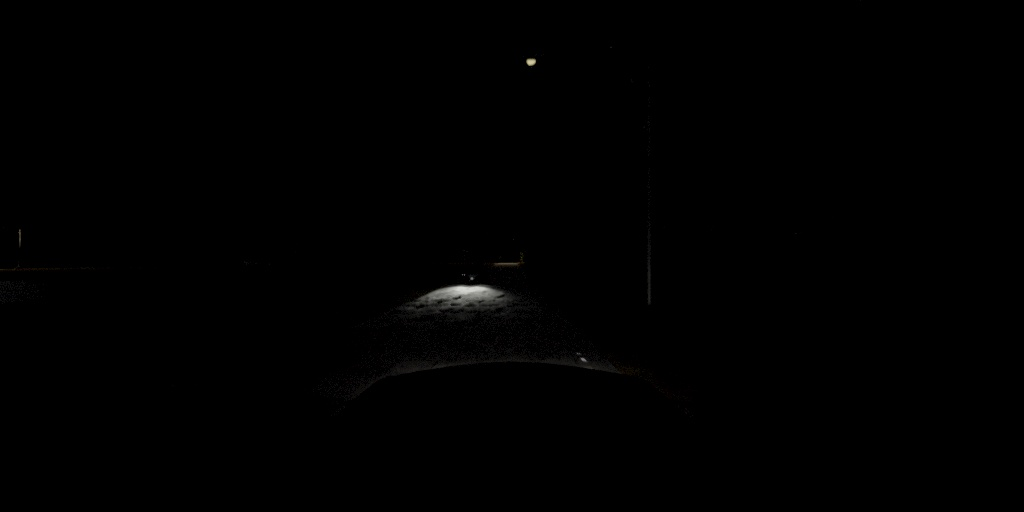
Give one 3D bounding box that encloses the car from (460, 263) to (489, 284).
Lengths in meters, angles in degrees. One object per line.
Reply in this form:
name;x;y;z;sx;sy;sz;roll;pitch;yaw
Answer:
car;-2.844;1.342;27.882;2.128;1.511;4.902;0;0;0
